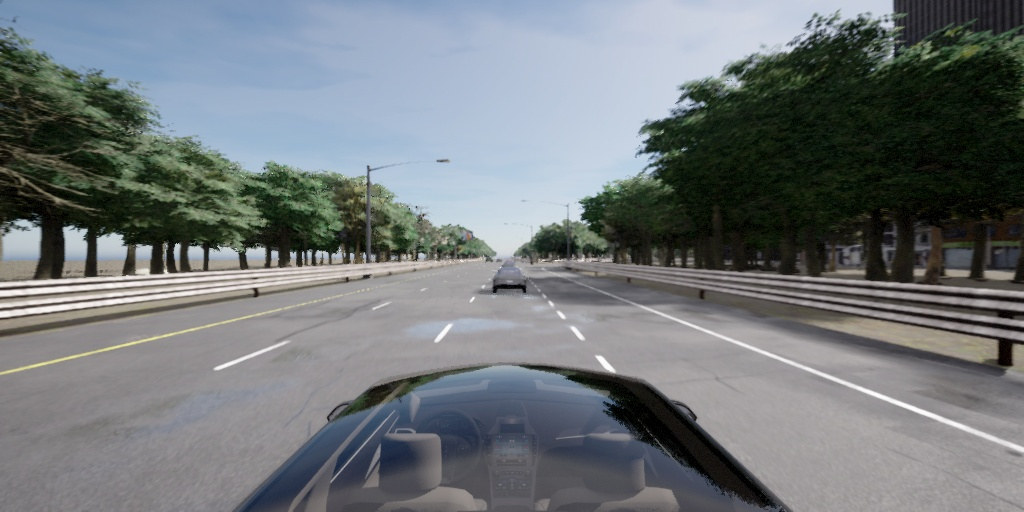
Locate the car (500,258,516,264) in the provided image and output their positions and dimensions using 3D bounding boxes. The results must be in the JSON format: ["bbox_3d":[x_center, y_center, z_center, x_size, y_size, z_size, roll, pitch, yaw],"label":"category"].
[{"bbox_3d":[-0.377,1.431,51.874,1.994,1.385,4.181,0,0,0],"label":"car"}]

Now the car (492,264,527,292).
[{"bbox_3d":[-0.139,1.361,21.714,1.994,1.385,4.181,0,0,0],"label":"car"}]
